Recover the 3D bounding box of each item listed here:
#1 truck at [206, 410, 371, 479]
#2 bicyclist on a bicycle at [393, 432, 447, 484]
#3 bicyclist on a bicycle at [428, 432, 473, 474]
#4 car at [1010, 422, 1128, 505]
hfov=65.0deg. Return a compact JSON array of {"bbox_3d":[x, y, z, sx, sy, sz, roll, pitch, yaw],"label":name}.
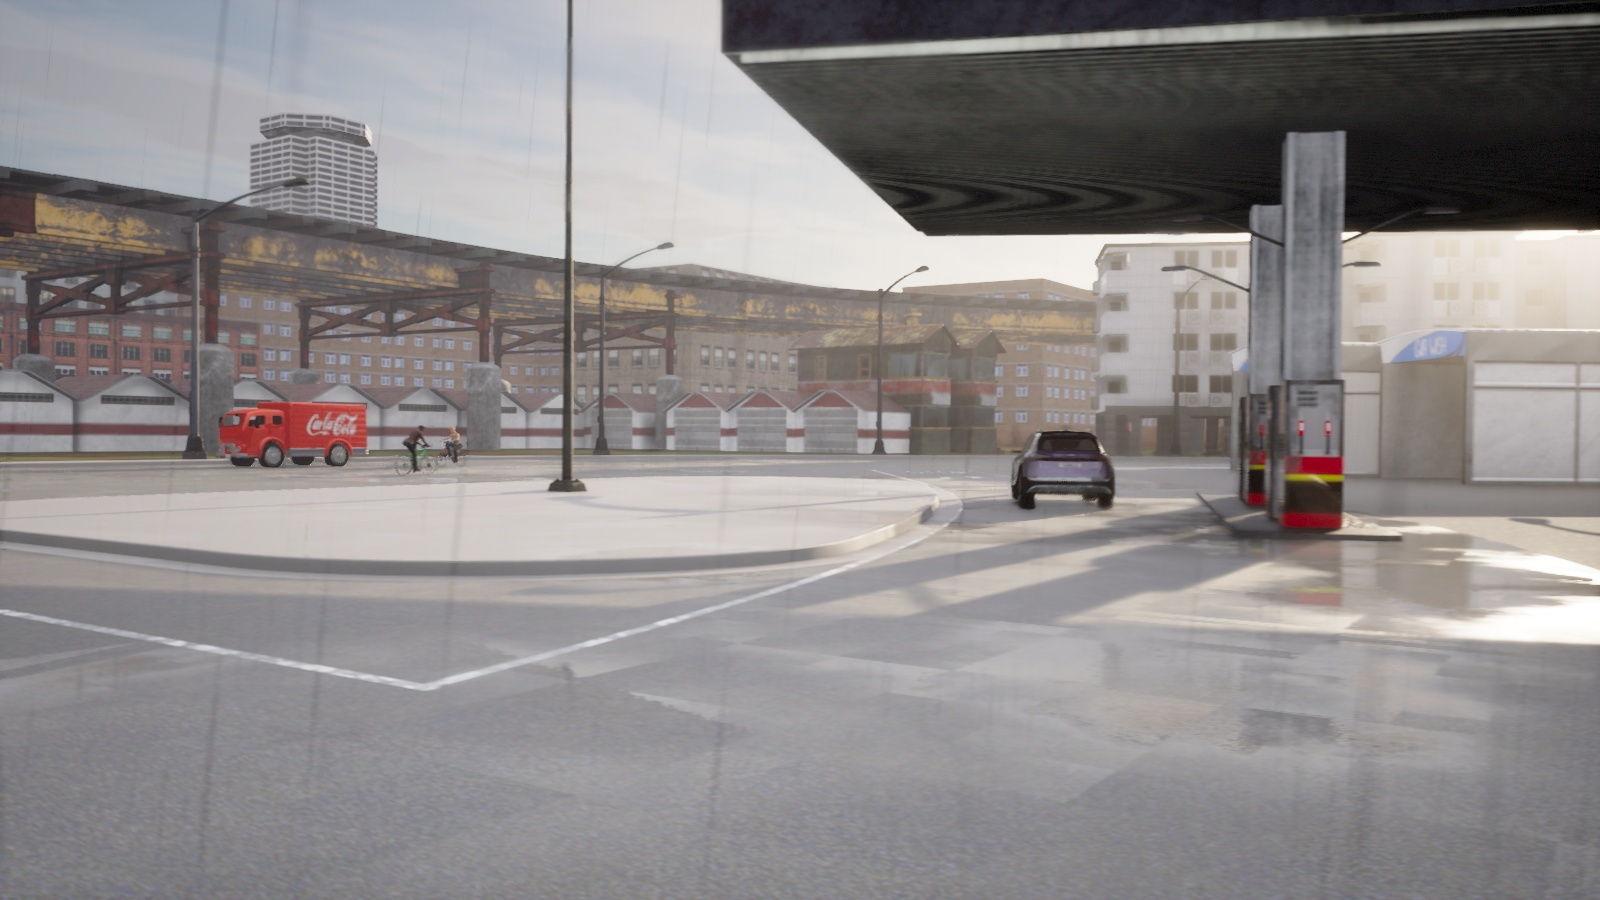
[{"bbox_3d":[-19.381,-0.232,47.809,2.627,2.467,5.204,0,1,34],"label":"truck"},{"bbox_3d":[-12.055,0.249,39.875,0.582,1.620,1.656,0,1,34],"label":"bicyclist on a bicycle"},{"bbox_3d":[-13.834,0.115,49.711,0.866,1.612,1.509,0,1,35],"label":"bicyclist on a bicycle"},{"bbox_3d":[5.714,0.237,27.271,2.033,1.649,4.856,0,1,6],"label":"car"}]
